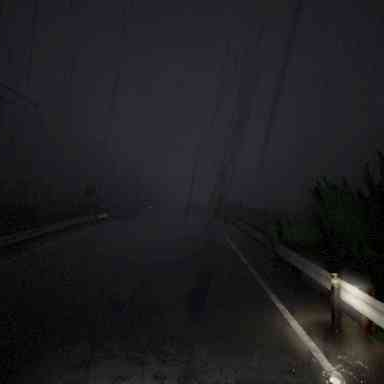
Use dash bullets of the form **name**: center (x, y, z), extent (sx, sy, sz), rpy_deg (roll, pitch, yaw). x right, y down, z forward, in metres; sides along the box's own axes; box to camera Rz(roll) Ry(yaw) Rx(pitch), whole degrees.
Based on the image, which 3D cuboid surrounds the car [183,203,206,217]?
- **car**: center (0.093, 1.905, 35.268), extent (2.128, 1.511, 4.902), rpy_deg (-1, -3, 1)

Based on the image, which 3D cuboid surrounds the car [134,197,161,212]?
- **car**: center (-3.596, 1.203, 27.773), extent (1.837, 1.490, 4.892), rpy_deg (-1, -3, 1)

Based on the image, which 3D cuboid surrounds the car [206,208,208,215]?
- **car**: center (0.860, 2.509, 47.933), extent (1.882, 1.535, 5.008), rpy_deg (-2, -3, 16)
